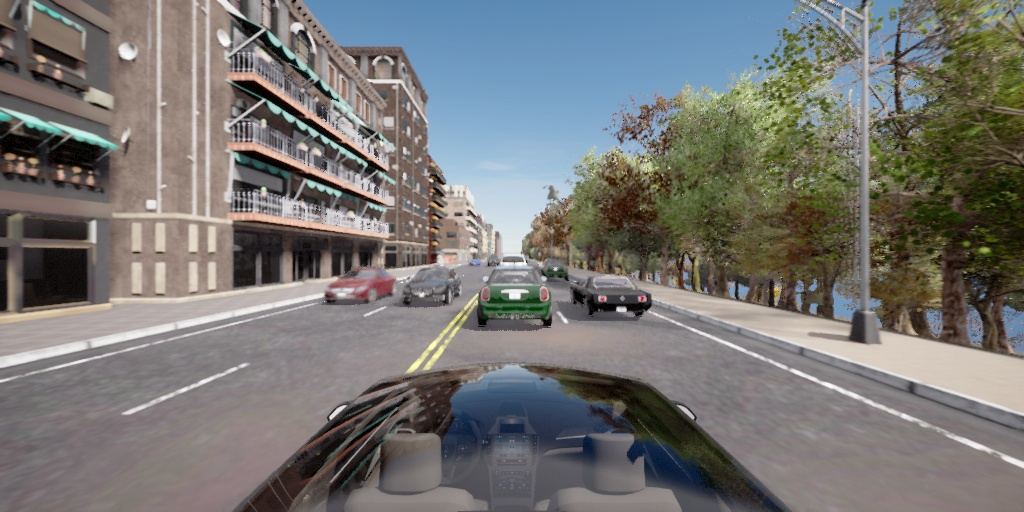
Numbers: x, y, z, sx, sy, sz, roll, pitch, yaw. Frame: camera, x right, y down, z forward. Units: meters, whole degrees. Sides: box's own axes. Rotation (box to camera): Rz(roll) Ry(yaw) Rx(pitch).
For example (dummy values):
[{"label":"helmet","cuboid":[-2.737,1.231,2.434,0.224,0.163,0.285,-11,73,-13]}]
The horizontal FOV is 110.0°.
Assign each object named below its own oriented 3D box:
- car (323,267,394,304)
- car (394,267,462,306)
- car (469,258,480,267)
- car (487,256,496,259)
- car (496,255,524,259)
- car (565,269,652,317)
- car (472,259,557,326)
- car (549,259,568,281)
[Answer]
[{"label":"car","cuboid":[-6.600,1.249,16.209,1.812,1.442,4.674,0,0,0]},{"label":"car","cuboid":[-3.352,1.231,15.738,1.837,1.490,4.892,0,0,0]},{"label":"car","cuboid":[-6.507,1.162,63.750,1.882,1.535,5.008,0,0,0]},{"label":"car","cuboid":[-3.259,0.981,63.721,2.150,2.045,5.566,0,0,0]},{"label":"car","cuboid":[0.090,0.923,28.874,2.150,2.045,5.566,0,0,0]},{"label":"car","cuboid":[3.340,1.330,13.126,1.895,1.301,4.718,0,0,0]},{"label":"car","cuboid":[0.083,1.083,11.671,2.097,1.767,4.553,0,0,0]},{"label":"car","cuboid":[3.338,1.051,29.666,2.097,1.767,4.553,0,0,0]}]
